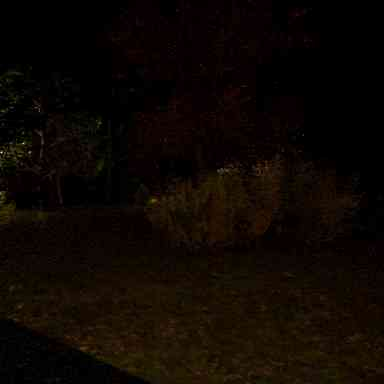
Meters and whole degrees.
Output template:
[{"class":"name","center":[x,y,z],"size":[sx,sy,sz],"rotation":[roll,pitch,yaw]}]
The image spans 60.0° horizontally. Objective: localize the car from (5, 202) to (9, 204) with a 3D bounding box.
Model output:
[{"class":"car","center":[-25.629,1.689,42.837],"size":[1.994,1.385,4.181],"rotation":[0,0,36]}]

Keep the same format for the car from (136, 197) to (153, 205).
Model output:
[{"class":"car","center":[-8.858,1.721,65.925],"size":[1.882,1.535,5.008],"rotation":[0,0,36]}]
